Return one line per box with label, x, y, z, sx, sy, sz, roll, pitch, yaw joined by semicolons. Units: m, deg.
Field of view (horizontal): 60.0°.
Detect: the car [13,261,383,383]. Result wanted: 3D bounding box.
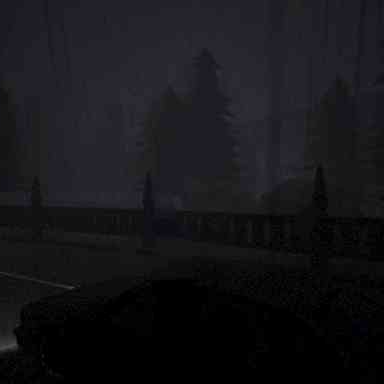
car;0.287;1.537;3.625;5.357;1.411;2.033;0;0;34
